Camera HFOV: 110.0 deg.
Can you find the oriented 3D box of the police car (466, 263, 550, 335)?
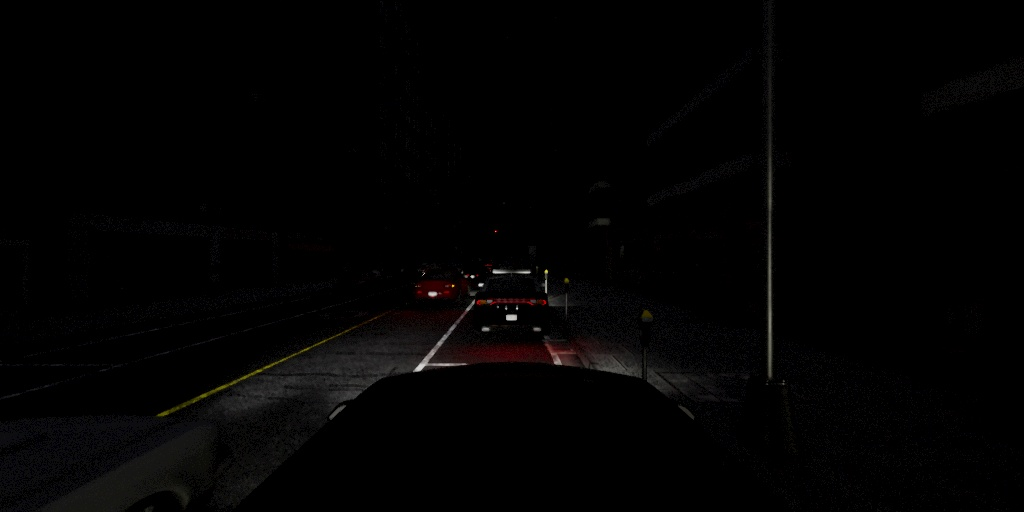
[{"bbox_3d":[-0.012,1.175,10.610,1.930,1.638,5.238,0,0,0],"label":"police car"}]

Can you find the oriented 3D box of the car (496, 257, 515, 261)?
[{"bbox_3d":[-0.383,1.190,36.951,1.967,1.591,4.097,0,0,0],"label":"car"}]

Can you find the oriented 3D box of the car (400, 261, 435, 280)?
[{"bbox_3d":[-8.408,1.190,31.425,1.967,1.591,4.097,0,0,0],"label":"car"}]

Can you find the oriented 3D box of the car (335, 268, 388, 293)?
[{"bbox_3d":[-8.408,1.332,20.388,1.802,1.307,4.207,0,0,0],"label":"car"}]

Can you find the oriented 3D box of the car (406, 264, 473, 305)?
[{"bbox_3d":[-3.016,1.275,15.916,1.812,1.442,4.674,0,0,0],"label":"car"}]

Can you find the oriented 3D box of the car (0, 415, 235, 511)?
[{"bbox_3d":[-2.928,1.351,0.405,1.895,1.301,4.718,0,0,0],"label":"car"}]

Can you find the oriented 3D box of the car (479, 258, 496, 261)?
[{"bbox_3d":[-2.935,1.253,43.221,1.837,1.490,4.892,0,-1,0],"label":"car"}]

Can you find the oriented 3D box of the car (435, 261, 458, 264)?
[{"bbox_3d":[-5.854,1.298,34.940,2.033,1.411,5.357,0,0,0],"label":"car"}]

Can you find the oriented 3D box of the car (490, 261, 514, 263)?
[{"bbox_3d":[-0.383,1.300,25.913,2.007,1.370,4.403,0,0,0],"label":"car"}]

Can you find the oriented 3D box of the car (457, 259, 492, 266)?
[{"bbox_3d":[-2.933,1.256,29.027,1.837,1.490,4.892,0,0,0],"label":"car"}]
